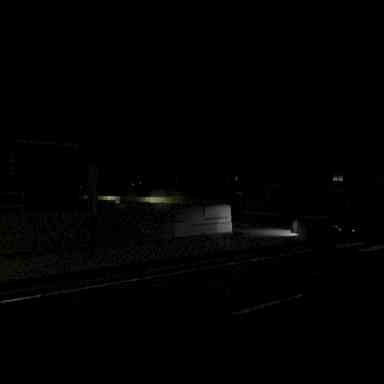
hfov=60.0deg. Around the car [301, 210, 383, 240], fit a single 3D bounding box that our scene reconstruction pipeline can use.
[{"bbox_3d":[8.050,1.553,15.849,5.357,1.411,2.033,0,0,22],"label":"car"}]
